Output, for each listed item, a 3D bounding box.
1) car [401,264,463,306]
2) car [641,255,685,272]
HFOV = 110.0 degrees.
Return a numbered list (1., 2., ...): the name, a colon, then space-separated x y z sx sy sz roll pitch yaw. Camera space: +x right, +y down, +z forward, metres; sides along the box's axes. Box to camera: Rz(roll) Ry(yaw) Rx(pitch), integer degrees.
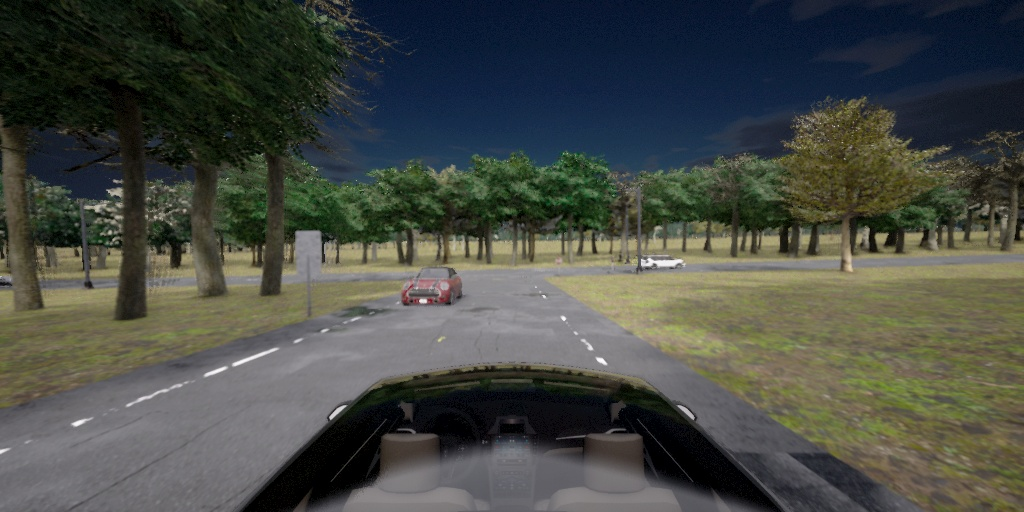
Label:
1. car: -3.590 1.272 16.789 2.097 1.767 4.553 0 -1 0
2. car: 20.268 0.848 48.348 5.566 2.045 2.150 -2 2 0
